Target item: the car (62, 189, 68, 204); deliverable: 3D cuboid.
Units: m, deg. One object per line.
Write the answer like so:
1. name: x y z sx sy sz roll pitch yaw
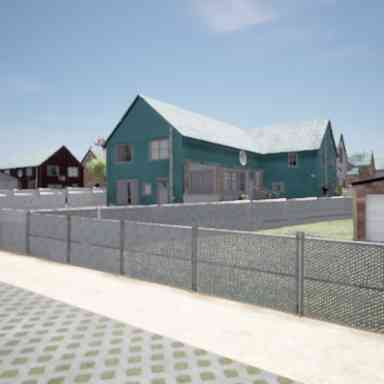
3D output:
1. car: -14.145 0.504 35.689 2.097 1.767 4.553 -1 1 35
